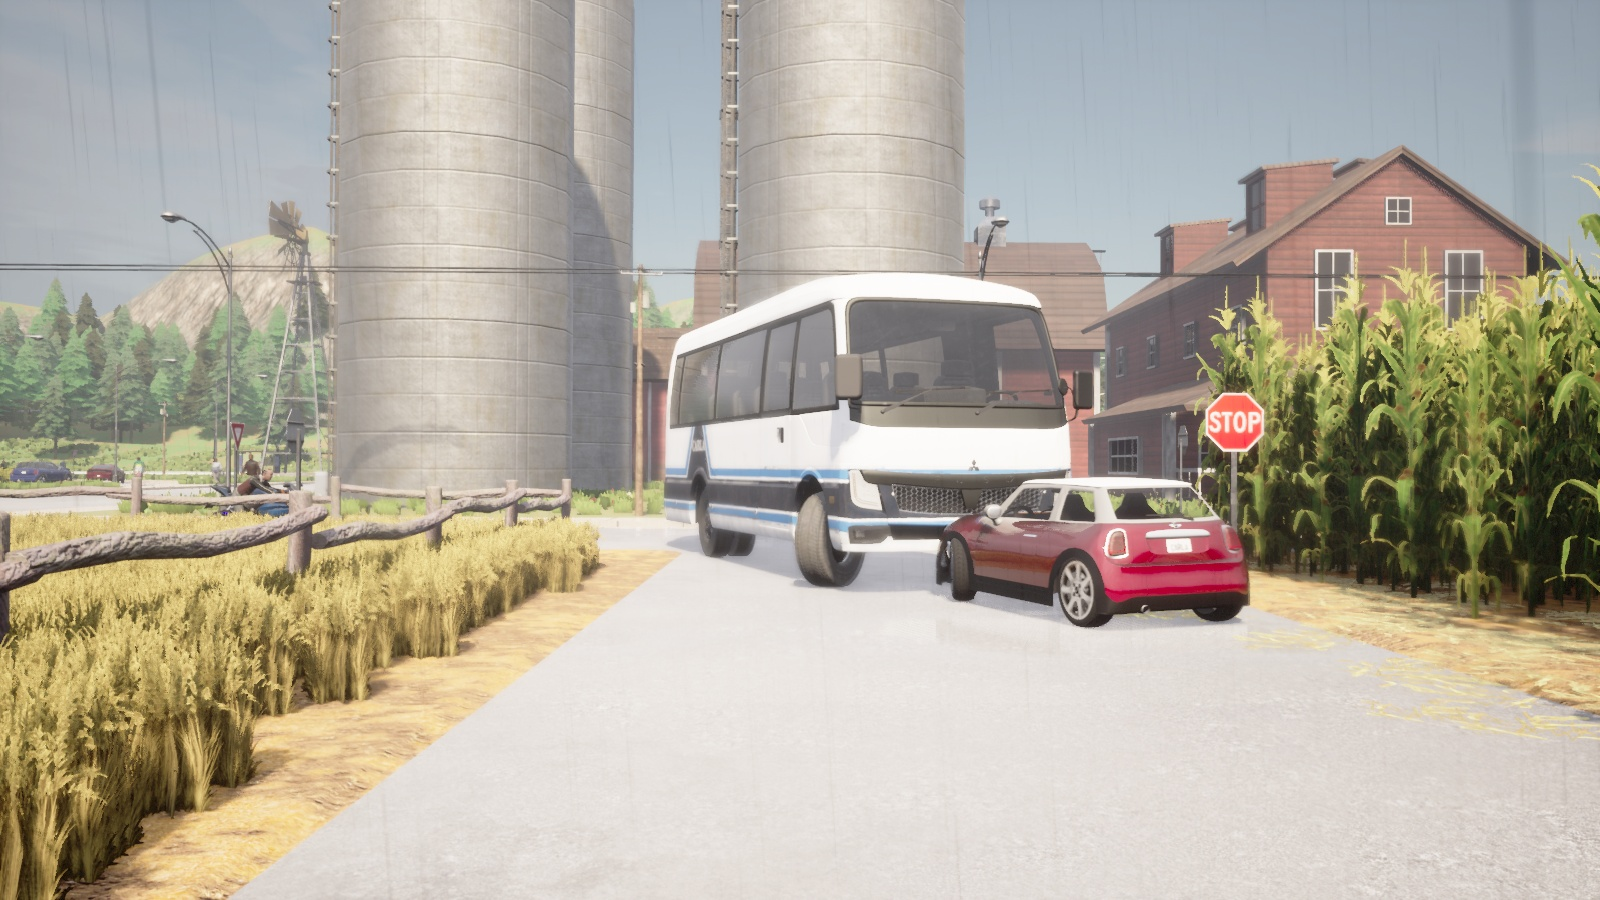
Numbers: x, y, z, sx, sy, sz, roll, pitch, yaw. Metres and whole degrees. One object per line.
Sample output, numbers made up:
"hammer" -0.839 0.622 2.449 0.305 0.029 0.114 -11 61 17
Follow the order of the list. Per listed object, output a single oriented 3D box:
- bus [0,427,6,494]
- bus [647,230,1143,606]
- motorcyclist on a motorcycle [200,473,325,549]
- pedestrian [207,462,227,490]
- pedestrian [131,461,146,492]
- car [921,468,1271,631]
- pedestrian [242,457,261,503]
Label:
"bus" -52.439 0.611 74.487 3.944 4.253 10.273 0 -1 2
"bus" 0.658 -0.300 19.709 3.944 4.253 10.273 0 -1 -19
"motorcyclist on a motorcycle" -11.014 1.241 25.760 2.191 1.530 0.866 0 -1 0
"pedestrian" -38.508 1.693 82.912 0.874 1.855 0.900 0 -1 0
"pedestrian" -41.853 1.669 79.454 0.659 1.952 0.873 0 -1 -17
"car" 3.088 0.970 13.961 1.970 1.475 3.806 -1 0 -21
"pedestrian" -22.271 1.225 50.974 0.431 1.840 0.703 0 -1 3
